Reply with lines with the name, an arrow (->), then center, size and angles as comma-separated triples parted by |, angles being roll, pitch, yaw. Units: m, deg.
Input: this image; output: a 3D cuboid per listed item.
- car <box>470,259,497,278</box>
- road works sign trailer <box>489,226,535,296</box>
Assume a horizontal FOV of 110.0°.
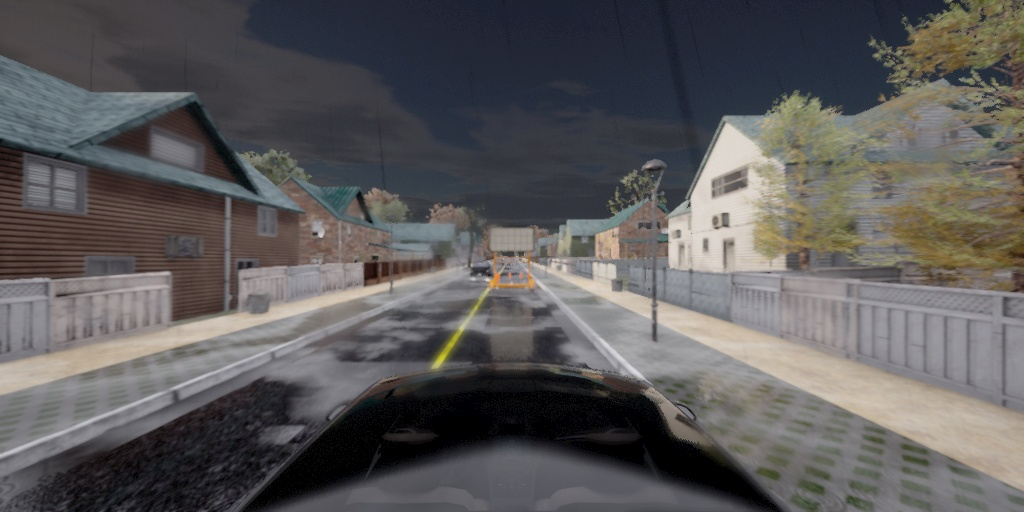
car -> -2.848, 1.257, 34.242 | 2.033, 1.411, 5.357 | 0, 0, 0
road works sign trailer -> 0.000, 0.195, 18.999 | 2.380, 3.560, 2.880 | 0, 0, 0
